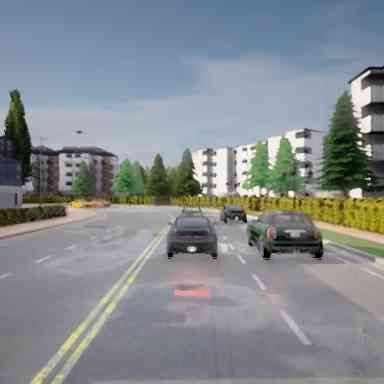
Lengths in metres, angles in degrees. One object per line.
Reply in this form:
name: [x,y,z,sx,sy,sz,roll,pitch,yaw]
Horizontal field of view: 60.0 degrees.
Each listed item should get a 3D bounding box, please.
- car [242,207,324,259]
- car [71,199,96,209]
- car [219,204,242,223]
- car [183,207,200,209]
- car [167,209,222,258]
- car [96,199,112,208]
car: [3.520,1.500,13.409,2.097,1.767,4.553,0,-1,0]
car: [-19.043,2.105,57.286,5.008,1.535,1.882,-1,-1,44]
car: [3.453,1.821,28.482,1.837,1.490,4.892,0,0,-1]
car: [-0.030,1.912,28.234,1.895,1.301,4.718,0,-1,-1]
car: [0.020,1.656,13.502,1.837,1.490,4.892,0,0,0]
car: [-16.330,2.005,59.585,2.097,1.767,4.553,1,-1,-45]
